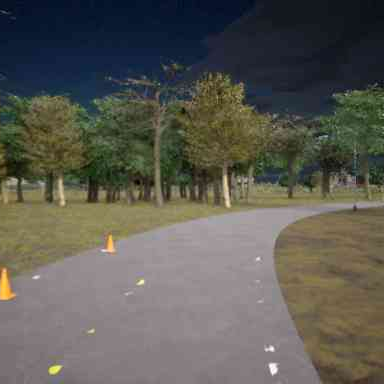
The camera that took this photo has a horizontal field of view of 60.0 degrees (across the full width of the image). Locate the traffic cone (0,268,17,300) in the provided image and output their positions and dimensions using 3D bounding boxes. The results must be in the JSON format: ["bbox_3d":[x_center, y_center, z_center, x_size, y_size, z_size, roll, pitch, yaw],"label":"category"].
[{"bbox_3d":[-3.891,1.886,6.913,0.340,0.580,0.340,0,0,8],"label":"traffic cone"}]

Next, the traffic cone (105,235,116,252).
[{"bbox_3d":[-2.951,1.840,12.044,0.340,0.580,0.340,1,1,13],"label":"traffic cone"}]
